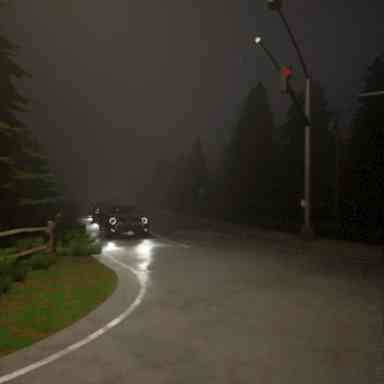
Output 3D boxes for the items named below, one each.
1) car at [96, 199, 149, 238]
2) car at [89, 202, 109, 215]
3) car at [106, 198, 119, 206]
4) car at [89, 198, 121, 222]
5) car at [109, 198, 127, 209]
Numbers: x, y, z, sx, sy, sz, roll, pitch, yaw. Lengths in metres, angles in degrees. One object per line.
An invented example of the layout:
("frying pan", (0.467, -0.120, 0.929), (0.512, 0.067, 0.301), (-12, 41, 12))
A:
("car", (-3.792, 1.426, 18.191), (2.097, 1.767, 4.553), (1, 0, -21))
("car", (-10.306, 1.755, 36.684), (1.895, 1.301, 4.718), (1, 0, -19))
("car", (-14.607, 1.852, 61.079), (1.994, 1.385, 4.181), (1, 0, -17))
("car", (-7.000, 1.464, 27.088), (2.097, 1.767, 4.553), (1, 0, -19))
("car", (-11.525, 1.737, 51.582), (2.128, 1.511, 4.902), (1, 0, -18))
